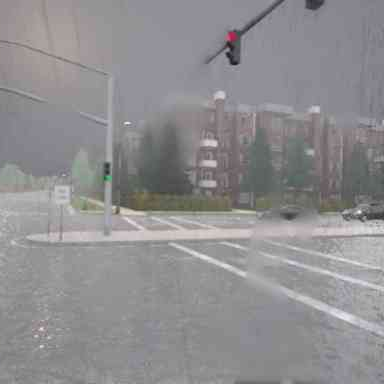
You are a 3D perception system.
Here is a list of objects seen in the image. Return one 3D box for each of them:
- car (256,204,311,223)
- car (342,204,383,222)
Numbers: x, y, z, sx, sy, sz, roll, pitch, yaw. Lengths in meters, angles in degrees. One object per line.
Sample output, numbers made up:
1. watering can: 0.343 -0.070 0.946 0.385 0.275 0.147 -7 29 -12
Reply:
1. car: 7.841 1.809 28.403 4.902 1.511 2.128 2 0 -22
2. car: 16.805 1.942 32.082 4.553 1.767 2.097 2 0 -22
